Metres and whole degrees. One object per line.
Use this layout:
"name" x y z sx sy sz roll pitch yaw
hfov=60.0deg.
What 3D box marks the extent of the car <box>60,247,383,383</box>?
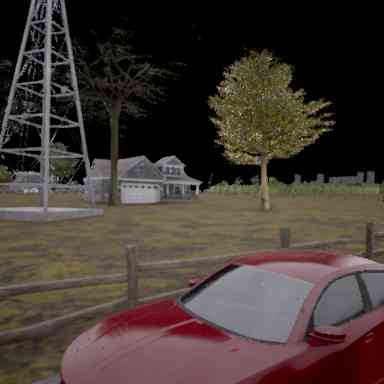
"car" 1.110 1.484 3.856 5.008 1.535 1.882 0 0 -36
